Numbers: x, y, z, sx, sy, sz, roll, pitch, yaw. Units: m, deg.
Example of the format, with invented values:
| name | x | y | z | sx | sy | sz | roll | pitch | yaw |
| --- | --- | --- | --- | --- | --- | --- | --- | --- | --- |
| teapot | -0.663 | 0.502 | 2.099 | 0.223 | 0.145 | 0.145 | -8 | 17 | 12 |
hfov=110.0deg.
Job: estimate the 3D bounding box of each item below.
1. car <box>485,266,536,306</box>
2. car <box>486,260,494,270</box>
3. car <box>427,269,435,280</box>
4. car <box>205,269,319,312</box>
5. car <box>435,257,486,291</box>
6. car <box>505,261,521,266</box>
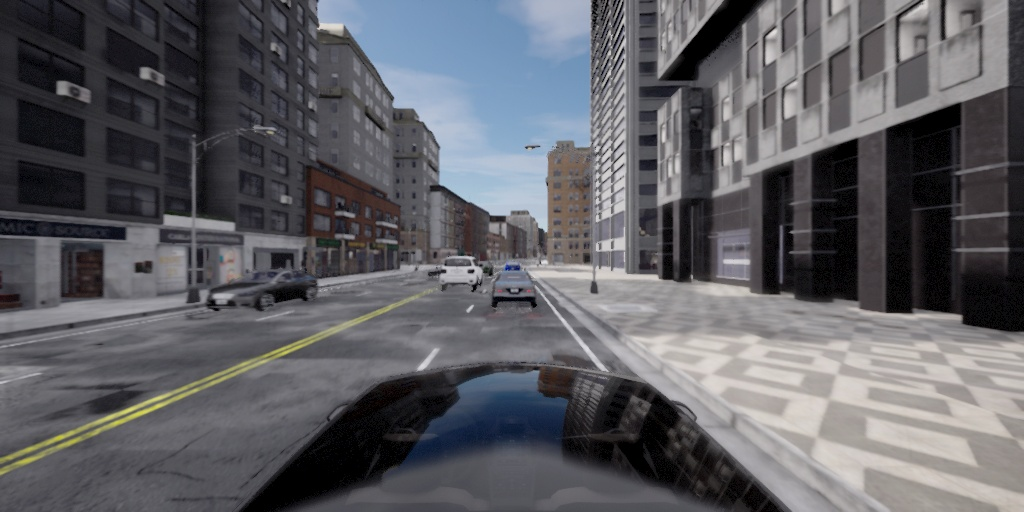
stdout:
| name | x | y | z | sx | sy | sz | roll | pitch | yaw |
| --- | --- | --- | --- | --- | --- | --- | --- | --- | --- |
| car | 0.085 | 1.366 | 16.062 | 2.033 | 1.411 | 5.357 | 0 | 0 | 0 |
| car | -3.159 | 1.269 | 40.327 | 2.097 | 1.767 | 4.553 | 0 | 0 | 0 |
| car | -6.612 | 1.495 | 33.772 | 1.895 | 1.301 | 4.718 | 0 | 0 | 0 |
| car | -9.853 | 1.305 | 14.621 | 2.128 | 1.511 | 4.902 | 0 | 0 | 0 |
| car | -3.155 | 1.069 | 23.168 | 2.150 | 2.045 | 5.566 | 0 | 0 | 0 |
| car | 0.104 | 1.406 | 44.808 | 1.882 | 1.535 | 5.008 | 0 | 0 | 0 |
